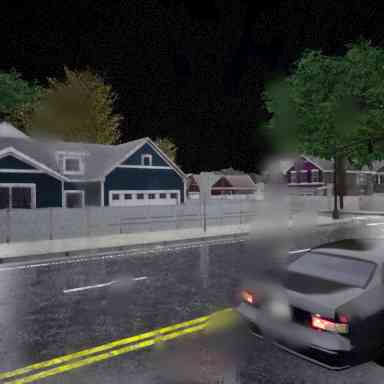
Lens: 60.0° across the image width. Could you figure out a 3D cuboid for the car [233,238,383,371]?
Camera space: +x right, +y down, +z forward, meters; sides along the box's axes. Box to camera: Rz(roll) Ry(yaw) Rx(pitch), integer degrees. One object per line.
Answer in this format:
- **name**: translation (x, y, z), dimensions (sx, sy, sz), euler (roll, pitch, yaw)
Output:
- **car**: translation (3.158, 1.539, 5.719), dimensions (5.357, 1.411, 2.033), euler (0, 0, -36)
